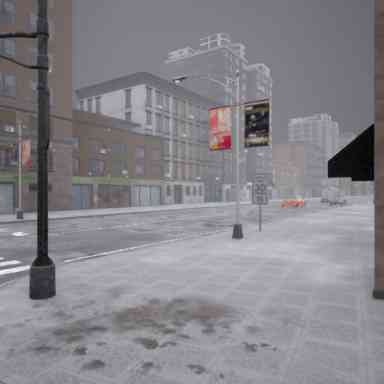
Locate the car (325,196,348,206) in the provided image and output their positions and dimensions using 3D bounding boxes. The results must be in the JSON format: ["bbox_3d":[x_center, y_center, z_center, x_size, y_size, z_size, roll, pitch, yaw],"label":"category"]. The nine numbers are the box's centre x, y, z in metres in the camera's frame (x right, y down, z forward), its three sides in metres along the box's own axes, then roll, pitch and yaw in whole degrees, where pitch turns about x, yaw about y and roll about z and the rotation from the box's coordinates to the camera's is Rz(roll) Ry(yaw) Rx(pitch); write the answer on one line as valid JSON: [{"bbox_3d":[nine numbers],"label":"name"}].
[{"bbox_3d":[22.704,1.377,51.482,2.033,1.411,5.357,0,0,34],"label":"car"}]

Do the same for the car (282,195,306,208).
[{"bbox_3d":[13.628,1.196,44.183,2.097,1.767,4.553,0,0,35],"label":"car"}]

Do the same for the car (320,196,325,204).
[{"bbox_3d":[24.864,1.374,60.288,2.033,1.411,5.357,0,0,37],"label":"car"}]
